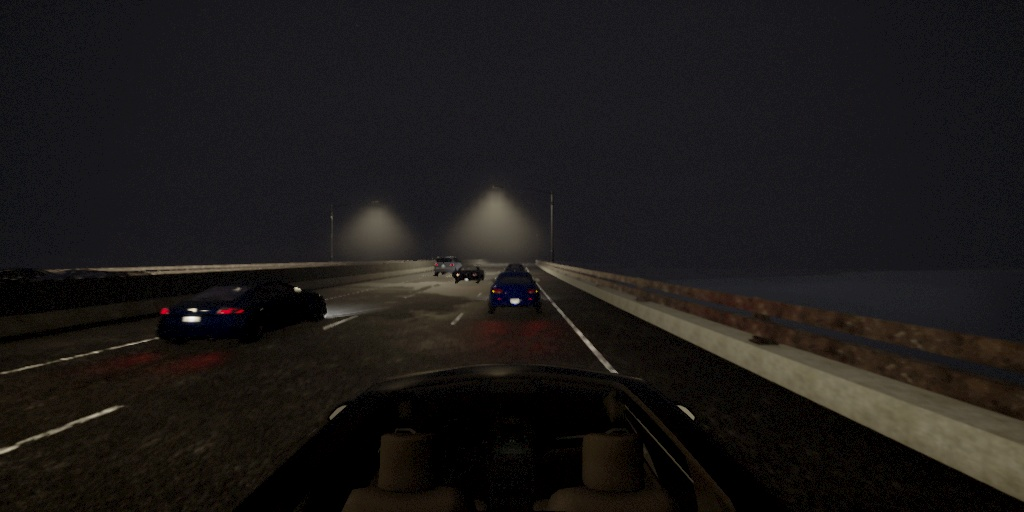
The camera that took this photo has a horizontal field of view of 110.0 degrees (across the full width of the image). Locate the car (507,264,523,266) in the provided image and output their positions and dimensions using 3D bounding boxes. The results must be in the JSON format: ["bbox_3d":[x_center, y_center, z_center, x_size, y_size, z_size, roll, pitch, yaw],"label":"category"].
[{"bbox_3d":[0.262,1.367,31.253,2.033,1.411,5.357,0,0,1],"label":"car"}]

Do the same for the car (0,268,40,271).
[{"bbox_3d":[-21.069,1.367,17.417,2.033,1.411,5.357,0,0,0],"label":"car"}]

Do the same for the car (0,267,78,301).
[{"bbox_3d":[-24.567,1.331,17.070,1.837,1.490,4.892,0,0,0],"label":"car"}]

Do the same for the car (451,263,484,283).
[{"bbox_3d":[-3.288,1.418,28.375,1.895,1.301,4.718,0,0,1],"label":"car"}]

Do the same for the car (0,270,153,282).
[{"bbox_3d":[-17.581,1.357,15.621,2.033,1.411,5.357,0,0,0],"label":"car"}]

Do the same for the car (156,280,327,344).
[{"bbox_3d":[-6.898,1.340,9.728,1.994,1.385,4.181,0,0,0],"label":"car"}]

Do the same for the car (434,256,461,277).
[{"bbox_3d":[-6.657,1.072,37.714,2.150,2.045,5.566,0,-1,1],"label":"car"}]

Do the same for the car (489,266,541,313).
[{"bbox_3d":[0.110,1.299,13.963,1.812,1.442,4.674,0,0,0],"label":"car"}]
